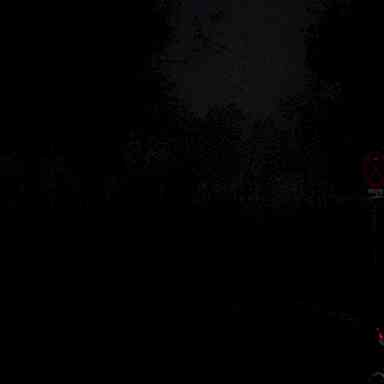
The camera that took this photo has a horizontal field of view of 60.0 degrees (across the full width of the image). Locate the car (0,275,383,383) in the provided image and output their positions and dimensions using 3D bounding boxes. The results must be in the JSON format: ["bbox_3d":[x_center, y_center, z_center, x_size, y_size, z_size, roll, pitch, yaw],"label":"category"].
[{"bbox_3d":[-0.033,1.560,2.961,4.181,1.385,1.994,0,0,-35],"label":"car"}]
